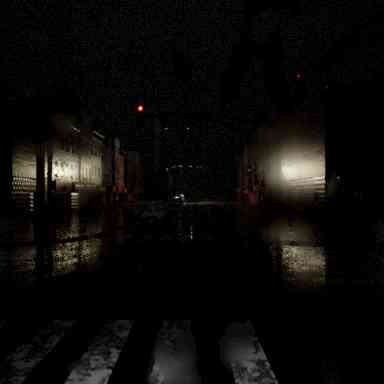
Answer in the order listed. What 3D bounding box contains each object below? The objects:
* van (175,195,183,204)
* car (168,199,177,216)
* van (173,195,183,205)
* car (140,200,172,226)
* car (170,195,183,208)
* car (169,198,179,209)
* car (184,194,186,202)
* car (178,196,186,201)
[{"bbox_3d":[-2.664,1.466,68.889,1.690,1.788,3.998,0,0,0],"label":"van"},{"bbox_3d":[-2.647,1.571,29.651,1.887,1.381,4.507,0,0,0],"label":"car"},{"bbox_3d":[-2.662,1.449,63.284,1.690,1.788,3.998,0,0,0],"label":"van"},{"bbox_3d":[-2.645,1.543,23.876,1.752,1.417,4.829,0,0,0],"label":"car"},{"bbox_3d":[-2.655,1.502,46.467,1.967,1.590,4.097,0,0,0],"label":"car"},{"bbox_3d":[-2.650,1.618,35.256,1.802,1.307,4.206,0,0,0],"label":"car"},{"bbox_3d":[-2.659,1.407,57.678,2.192,1.841,5.009,0,0,0],"label":"car"},{"bbox_3d":[-2.676,1.770,91.311,1.947,1.339,4.313,0,0,0],"label":"car"}]
